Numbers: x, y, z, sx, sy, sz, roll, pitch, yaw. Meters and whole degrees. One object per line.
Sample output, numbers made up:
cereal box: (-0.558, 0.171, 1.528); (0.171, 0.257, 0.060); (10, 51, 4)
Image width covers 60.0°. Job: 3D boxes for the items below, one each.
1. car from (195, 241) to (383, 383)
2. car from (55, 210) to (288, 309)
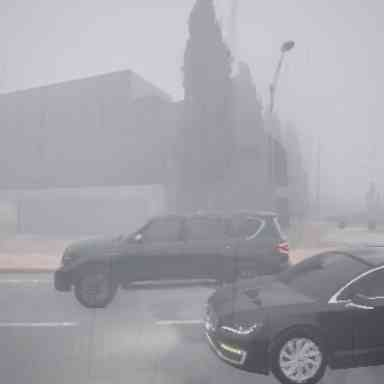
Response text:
car: (2.640, 1.642, 5.082); (4.892, 1.490, 1.837); (0, -1, -7)
car: (-0.375, 1.498, 8.268); (5.566, 2.045, 2.150); (-1, -2, -3)
